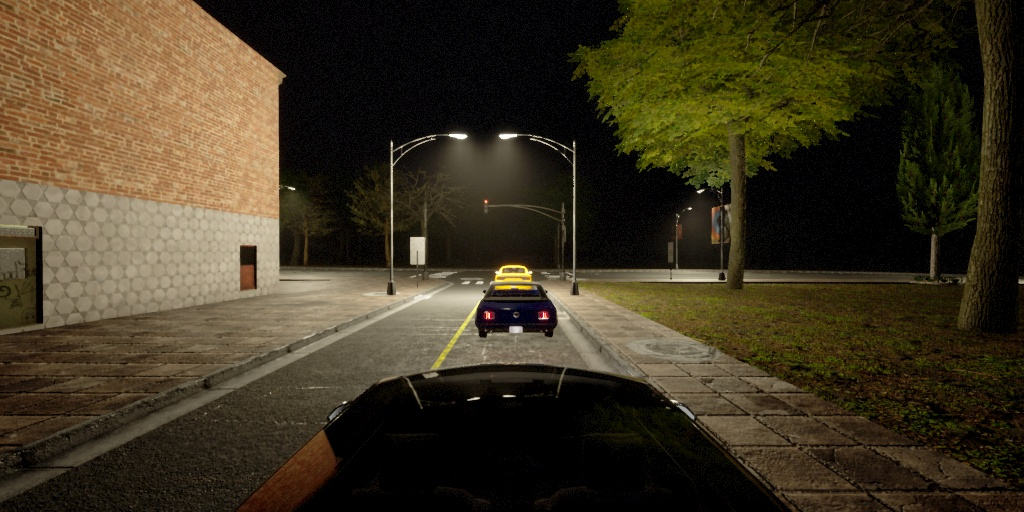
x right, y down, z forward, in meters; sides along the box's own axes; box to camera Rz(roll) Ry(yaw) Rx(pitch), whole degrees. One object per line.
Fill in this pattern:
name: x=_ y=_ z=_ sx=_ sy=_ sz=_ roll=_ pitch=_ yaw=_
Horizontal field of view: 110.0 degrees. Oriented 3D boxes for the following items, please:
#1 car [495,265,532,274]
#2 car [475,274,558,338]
car: x=0.093 y=1.255 z=19.547 sx=1.882 sy=1.535 sz=5.008 roll=0 pitch=0 yaw=1
car: x=0.095 y=1.356 z=10.202 sx=1.895 sy=1.301 sz=4.718 roll=0 pitch=0 yaw=0
